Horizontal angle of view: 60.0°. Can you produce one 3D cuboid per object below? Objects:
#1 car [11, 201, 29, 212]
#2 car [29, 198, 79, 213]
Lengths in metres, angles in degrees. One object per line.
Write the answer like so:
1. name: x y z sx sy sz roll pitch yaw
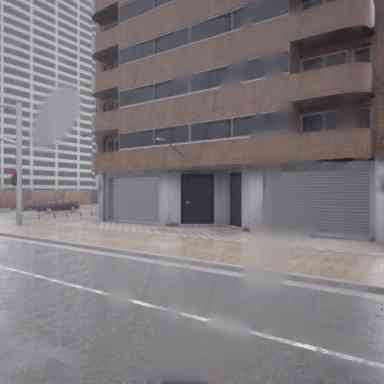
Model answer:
1. car: -18.314 1.547 39.276 2.033 1.411 5.357 0 0 35
2. car: -15.223 1.477 37.590 1.882 1.535 5.008 0 0 35
